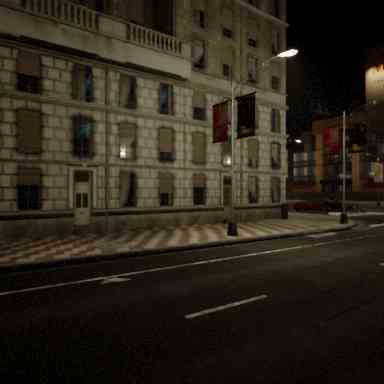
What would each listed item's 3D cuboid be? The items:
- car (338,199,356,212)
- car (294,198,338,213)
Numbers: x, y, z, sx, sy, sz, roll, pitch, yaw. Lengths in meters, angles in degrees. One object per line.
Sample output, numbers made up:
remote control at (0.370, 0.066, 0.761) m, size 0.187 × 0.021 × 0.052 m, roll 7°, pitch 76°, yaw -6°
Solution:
car at (16.421, 1.485, 38.594) m, size 2.128 × 1.511 × 4.902 m, roll 0°, pitch 0°, yaw -36°
car at (13.387, 1.558, 36.784) m, size 1.994 × 1.385 × 4.181 m, roll 0°, pitch 0°, yaw -36°
